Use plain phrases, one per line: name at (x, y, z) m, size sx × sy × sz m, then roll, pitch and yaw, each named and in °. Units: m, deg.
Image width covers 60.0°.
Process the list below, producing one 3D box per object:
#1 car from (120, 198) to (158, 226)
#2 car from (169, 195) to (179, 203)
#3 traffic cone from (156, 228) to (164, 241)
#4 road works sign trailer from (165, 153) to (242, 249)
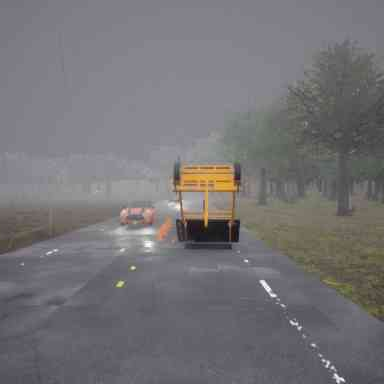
car at (-3.569, 1.330, 23.071) m, size 2.097 × 1.767 × 4.553 m, roll 0°, pitch 0°, yaw 0°
car at (-3.457, 1.413, 64.001) m, size 1.837 × 1.490 × 4.892 m, roll 0°, pitch 0°, yaw 1°
traffic cone at (-1.467, 1.942, 15.334) m, size 0.340 × 0.580 × 0.340 m, roll 0°, pitch 0°, yaw 0°
road works sign trailer at (0.548, 0.920, 11.782) m, size 2.380 × 3.560 × 2.880 m, roll 0°, pitch 45°, yaw 4°
